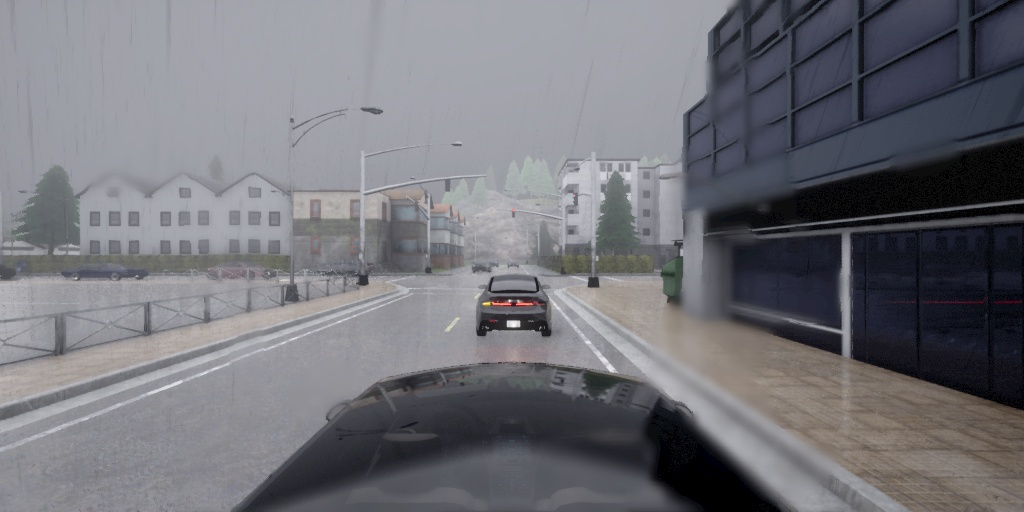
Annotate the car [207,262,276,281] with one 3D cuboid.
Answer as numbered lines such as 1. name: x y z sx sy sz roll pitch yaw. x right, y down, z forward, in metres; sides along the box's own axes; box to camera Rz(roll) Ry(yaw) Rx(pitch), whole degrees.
1. car: -19.891 1.138 26.500 4.181 1.385 1.994 0 0 0

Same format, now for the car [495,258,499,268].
1. car: -3.462 1.101 63.361 2.097 1.767 4.553 0 0 1

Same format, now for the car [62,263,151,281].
1. car: -29.911 1.174 26.546 4.718 1.301 1.895 0 0 0

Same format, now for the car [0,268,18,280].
1. car: -40.133 1.174 26.626 4.718 1.301 1.895 0 0 1

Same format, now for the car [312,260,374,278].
1. car: -14.168 1.065 30.105 4.902 1.511 2.128 0 0 0

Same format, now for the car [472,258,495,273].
1. car: -3.541 1.102 42.406 2.097 1.767 4.553 0 0 0

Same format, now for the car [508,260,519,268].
1. car: 0.181 1.351 60.994 1.895 1.301 4.718 0 0 -1

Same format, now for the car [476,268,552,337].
1. car: 0.067 1.255 10.344 1.837 1.490 4.892 0 0 1
